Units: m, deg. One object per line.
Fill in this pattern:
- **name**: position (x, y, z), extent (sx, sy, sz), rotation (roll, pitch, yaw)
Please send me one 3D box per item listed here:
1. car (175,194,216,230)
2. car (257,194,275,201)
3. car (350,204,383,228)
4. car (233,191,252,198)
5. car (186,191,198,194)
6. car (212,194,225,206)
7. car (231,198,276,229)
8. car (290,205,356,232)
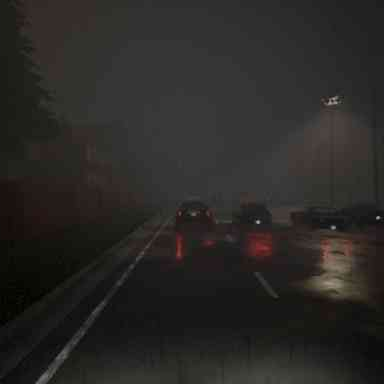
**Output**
- **car**: position (0.104, 1.217, 20.166), extent (2.097, 1.767, 4.553), rotation (0, 0, 0)
- **car**: position (10.518, 1.033, 47.876), extent (2.097, 1.767, 4.553), rotation (0, 0, 0)
- **car**: position (10.604, 1.424, 20.952), extent (1.994, 1.385, 4.181), rotation (0, 0, 0)
- **car**: position (7.009, 0.912, 46.626), extent (2.150, 2.045, 5.566), rotation (0, 0, 0)
- **car**: position (0.011, 0.912, 46.753), extent (2.150, 2.045, 5.566), rotation (0, 1, 0)
- **car**: position (3.517, 1.034, 47.702), extent (2.097, 1.767, 4.553), rotation (0, 0, 0)
- **car**: position (3.603, 1.368, 20.512), extent (1.837, 1.490, 4.892), rotation (0, 0, 0)
- **car**: position (7.105, 1.474, 18.916), extent (1.895, 1.301, 4.718), rotation (0, 0, 0)
